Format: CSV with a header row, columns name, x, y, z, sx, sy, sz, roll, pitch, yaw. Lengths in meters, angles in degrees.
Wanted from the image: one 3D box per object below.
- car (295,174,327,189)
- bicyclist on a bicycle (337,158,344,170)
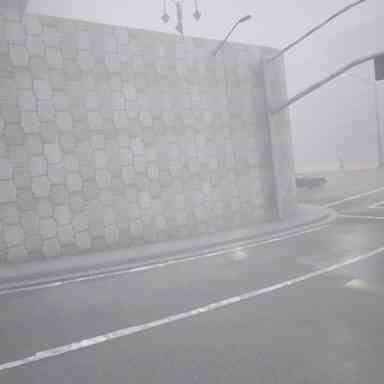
name,x,y,z,sx,sy,sz,roll,pitch,yaw
car,10.020,-1.006,30.898,1.895,1.301,4.718,-11,6,-35
bicyclist on a bicycle,20.058,-3.807,44.841,1.656,1.620,0.582,-11,6,-35
